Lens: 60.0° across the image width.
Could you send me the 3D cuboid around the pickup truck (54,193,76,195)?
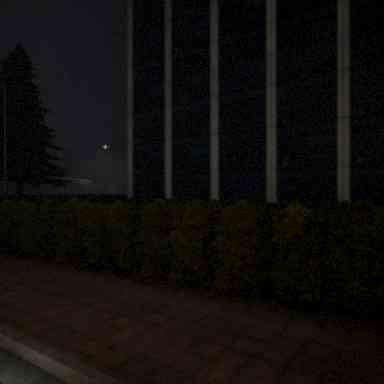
[{"bbox_3d":[-23.865,1.168,63.395,6.274,2.098,2.390,0,0,-24],"label":"pickup truck"}]
